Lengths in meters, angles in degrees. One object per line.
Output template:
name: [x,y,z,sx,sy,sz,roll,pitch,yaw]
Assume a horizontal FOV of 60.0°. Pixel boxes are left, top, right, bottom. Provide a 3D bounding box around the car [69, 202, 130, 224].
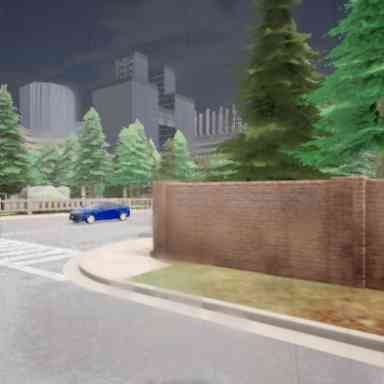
car: [-6.974,1.517,25.421,1.882,1.535,5.008,0,0,35]
